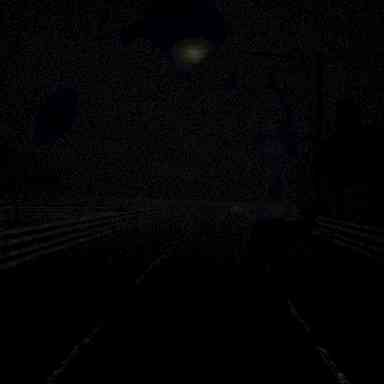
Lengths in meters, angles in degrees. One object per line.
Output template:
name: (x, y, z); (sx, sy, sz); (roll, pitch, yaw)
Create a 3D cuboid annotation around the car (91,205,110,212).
car: (-10.344, 2.535, 43.274); (1.895, 1.301, 4.718); (-1, -3, 33)

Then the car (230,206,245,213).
car: (10.101, 3.925, 74.430); (1.812, 1.442, 4.674); (-1, -3, 33)

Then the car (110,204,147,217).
car: (-7.457, 2.230, 41.302); (2.097, 1.767, 4.553); (-1, -3, 33)

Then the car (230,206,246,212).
car: (11.559, 4.293, 83.030); (2.128, 1.511, 4.902); (-1, -3, 33)

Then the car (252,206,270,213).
car: (15.462, 4.118, 76.218); (1.895, 1.301, 4.718); (-1, -3, 33)

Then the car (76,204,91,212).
car: (-13.284, 2.464, 45.179); (1.882, 1.535, 5.008); (-1, -3, 33)
